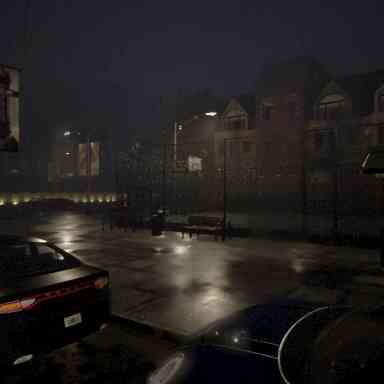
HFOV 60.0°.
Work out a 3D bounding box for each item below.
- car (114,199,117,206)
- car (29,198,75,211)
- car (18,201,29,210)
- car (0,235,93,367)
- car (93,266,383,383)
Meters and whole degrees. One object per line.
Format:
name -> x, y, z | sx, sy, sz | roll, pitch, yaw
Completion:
car -> -10.673, 1.351, 54.735 | 2.097, 1.767, 4.553 | 0, 0, 35
car -> -16.560, 1.503, 40.304 | 1.837, 1.490, 4.892 | 0, 0, 35
car -> -19.439, 1.491, 42.294 | 2.128, 1.511, 4.902 | 0, 0, 35
car -> -3.532, 1.480, 5.656 | 5.008, 1.535, 2.097 | 0, 0, 35
car -> 1.777, 1.354, 2.036 | 4.553, 1.767, 2.185 | 0, 0, 35
